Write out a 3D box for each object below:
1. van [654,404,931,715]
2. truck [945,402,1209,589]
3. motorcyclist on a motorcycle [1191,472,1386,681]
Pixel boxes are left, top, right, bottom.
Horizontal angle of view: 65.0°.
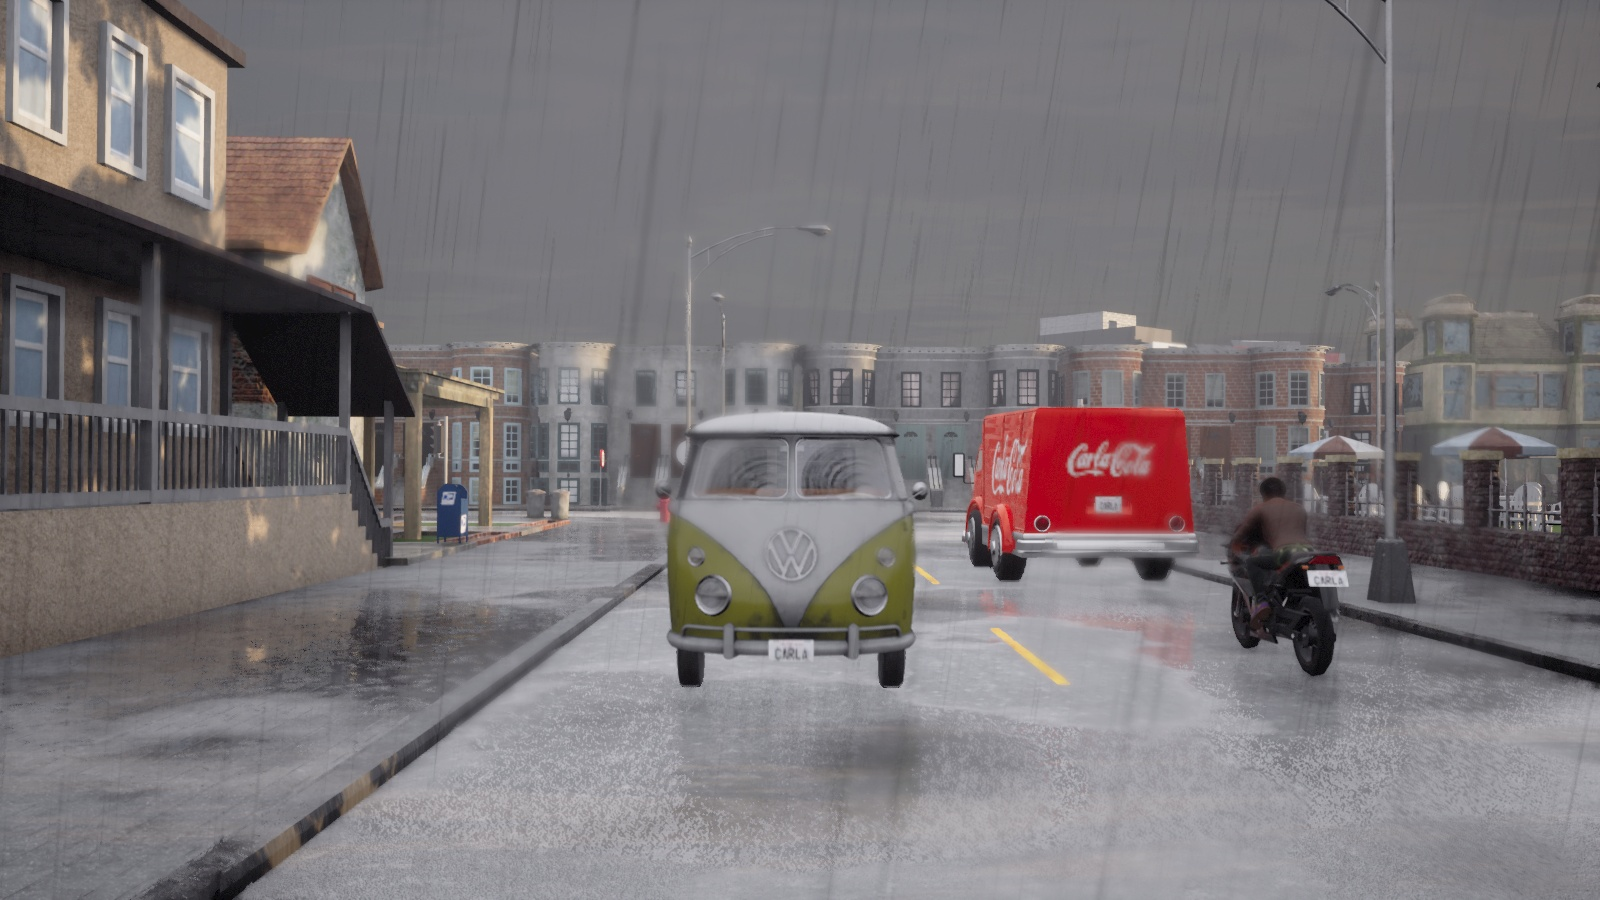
[{"bbox_3d":[-0.060,0.740,10.288,1.775,1.987,4.442,0,-1,0],"label":"van"},{"bbox_3d":[3.983,0.635,19.266,2.627,2.467,5.204,0,-1,-3],"label":"truck"},{"bbox_3d":[3.938,0.955,10.331,0.797,1.523,2.044,0,0,0],"label":"motorcyclist on a motorcycle"}]
